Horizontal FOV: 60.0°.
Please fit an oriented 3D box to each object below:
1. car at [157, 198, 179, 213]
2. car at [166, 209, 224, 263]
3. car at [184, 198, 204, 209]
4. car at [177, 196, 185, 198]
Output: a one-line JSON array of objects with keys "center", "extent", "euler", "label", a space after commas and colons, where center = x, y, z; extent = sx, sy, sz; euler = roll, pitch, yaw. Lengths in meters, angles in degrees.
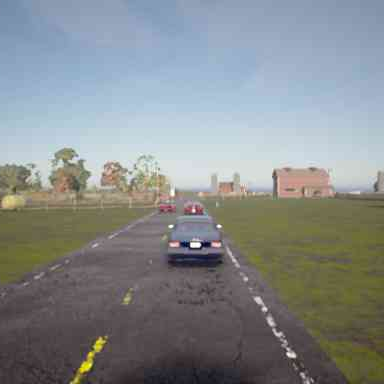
[{"center": [-2.780, 1.652, 37.536], "extent": [1.895, 1.301, 4.718], "euler": [0, 0, 0], "label": "car"}, {"center": [0.107, 1.567, 12.049], "extent": [2.033, 1.411, 5.357], "euler": [0, 0, 0], "label": "car"}, {"center": [0.155, 1.573, 32.901], "extent": [1.812, 1.442, 4.674], "euler": [0, 0, 0], "label": "car"}, {"center": [-2.605, 1.576, 78.234], "extent": [1.812, 1.442, 4.674], "euler": [0, 0, 0], "label": "car"}]
